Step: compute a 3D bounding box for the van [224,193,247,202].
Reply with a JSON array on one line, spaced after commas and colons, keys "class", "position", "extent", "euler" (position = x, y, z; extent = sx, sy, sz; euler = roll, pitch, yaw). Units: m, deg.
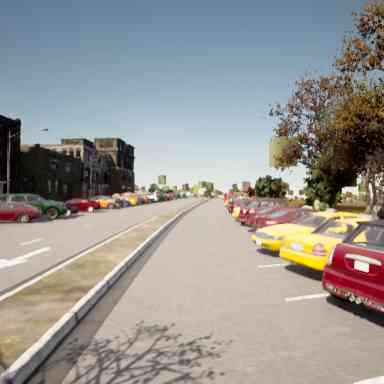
[{"class": "van", "position": [9.389, 1.183, 71.325], "extent": [4.442, 1.987, 1.878], "euler": [1, 0, -14]}]

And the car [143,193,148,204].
[{"class": "car", "position": [-10.354, 1.460, 56.152], "extent": [4.792, 1.488, 2.163], "euler": [-1, 0, -14]}]

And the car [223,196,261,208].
[{"class": "car", "position": [7.133, 1.417, 47.675], "extent": [4.892, 1.521, 2.231], "euler": [1, 0, -15]}]

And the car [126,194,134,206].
[{"class": "car", "position": [-11.209, 1.429, 47.166], "extent": [5.008, 1.535, 2.097], "euler": [-1, 0, -15]}]

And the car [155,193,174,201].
[{"class": "car", "position": [-7.239, 1.303, 86.075], "extent": [4.553, 1.767, 2.185], "euler": [-1, 0, -14]}]

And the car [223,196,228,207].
[{"class": "car", "position": [5.750, 1.421, 29.946], "extent": [5.008, 1.535, 2.097], "euler": [1, 0, -16]}]

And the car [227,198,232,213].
[{"class": "car", "position": [5.609, 1.422, 24.088], "extent": [5.366, 1.575, 1.946], "euler": [1, 0, -17]}]

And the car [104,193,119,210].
[{"class": "car", "position": [-11.704, 1.302, 41.147], "extent": [4.553, 1.767, 2.185], "euler": [-1, 0, -16]}]

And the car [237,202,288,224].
[{"class": "car", "position": [5.174, 1.465, 18.114], "extent": [4.674, 1.452, 2.002], "euler": [1, 0, -18]}]

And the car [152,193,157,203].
[{"class": "car", "position": [-9.722, 1.430, 62.152], "extent": [5.008, 1.535, 2.097], "euler": [-1, 0, -14]}]

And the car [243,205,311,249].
[{"class": "car", "position": [4.823, 1.421, 12.130], "extent": [5.366, 1.575, 1.946], "euler": [1, 0, -18]}]

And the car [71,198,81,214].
[{"class": "car", "position": [-12.595, 1.424, 29.095], "extent": [5.008, 1.535, 2.097], "euler": [-1, 0, -17]}]

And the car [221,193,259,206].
[{"class": "car", "position": [7.737, 1.163, 53.598], "extent": [5.566, 2.045, 2.435], "euler": [1, 0, -14]}]

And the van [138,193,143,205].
[{"class": "van", "position": [-10.516, 1.202, 53.197], "extent": [4.442, 1.987, 1.878], "euler": [-1, 0, -14]}]

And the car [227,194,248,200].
[{"class": "car", "position": [5.618, 1.297, 26.993], "extent": [4.553, 1.767, 2.185], "euler": [1, 0, -17]}]

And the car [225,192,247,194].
[{"class": "car", "position": [6.842, 1.291, 44.712], "extent": [4.553, 1.767, 2.185], "euler": [1, 0, -15]}]

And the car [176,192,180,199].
[{"class": "car", "position": [-6.642, 1.429, 92.063], "extent": [5.008, 1.535, 2.097], "euler": [-1, 0, -14]}]

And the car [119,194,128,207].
[{"class": "car", "position": [-11.458, 1.429, 44.157], "extent": [4.892, 1.521, 2.231], "euler": [-1, 0, -15]}]

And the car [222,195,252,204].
[{"class": "car", "position": [8.421, 1.407, 62.423], "extent": [5.366, 1.575, 1.946], "euler": [1, 0, -14]}]

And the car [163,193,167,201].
[{"class": "car", "position": [-8.834, 1.178, 71.107], "extent": [5.566, 2.045, 2.435], "euler": [-1, 0, -14]}]

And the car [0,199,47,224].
[{"class": "car", "position": [-12.907, 1.461, 23.055], "extent": [4.674, 1.452, 2.002], "euler": [-1, 0, -18]}]

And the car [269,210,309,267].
[{"class": "car", "position": [5.106, 1.427, 9.293], "extent": [5.366, 1.575, 1.946], "euler": [1, 0, -19]}]

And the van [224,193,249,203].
[{"class": "van", "position": [8.792, 1.184, 65.399], "extent": [4.442, 1.987, 1.878], "euler": [1, 0, -14]}]

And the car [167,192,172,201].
[{"class": "car", "position": [-8.173, 1.177, 77.112], "extent": [5.566, 2.045, 2.435], "euler": [-1, 0, -14]}]

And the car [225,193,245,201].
[{"class": "car", "position": [10.737, 1.282, 83.205], "extent": [4.553, 1.767, 2.185], "euler": [1, 0, -14]}]

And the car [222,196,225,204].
[{"class": "car", "position": [6.183, 1.449, 35.869], "extent": [4.792, 1.488, 2.163], "euler": [1, 0, -16]}]

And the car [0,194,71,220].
[{"class": "car", "position": [-12.737, 1.171, 26.090], "extent": [5.566, 2.045, 2.435], "euler": [-1, 0, -17]}]

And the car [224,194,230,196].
[{"class": "car", "position": [6.607, 1.417, 41.765], "extent": [5.008, 1.535, 2.097], "euler": [1, 0, -15]}]

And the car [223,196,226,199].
[{"class": "car", "position": [5.916, 1.449, 32.886], "extent": [4.792, 1.488, 2.163], "euler": [1, 0, -16]}]

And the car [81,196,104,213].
[{"class": "car", "position": [-12.189, 1.425, 35.119], "extent": [5.008, 1.535, 2.097], "euler": [-1, 0, -16]}]

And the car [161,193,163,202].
[{"class": "car", "position": [-9.113, 1.429, 68.131], "extent": [5.008, 1.535, 2.097], "euler": [-1, 0, -14]}]

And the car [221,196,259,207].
[{"class": "car", "position": [7.241, 1.410, 50.580], "extent": [5.366, 1.575, 1.946], "euler": [1, 0, -14]}]

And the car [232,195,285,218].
[{"class": "car", "position": [5.268, 1.298, 21.065], "extent": [4.553, 1.767, 2.185], "euler": [1, 0, -17]}]

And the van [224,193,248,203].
[{"class": "van", "position": [9.091, 1.184, 68.362], "extent": [4.442, 1.987, 1.878], "euler": [1, 0, -14]}]

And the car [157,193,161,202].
[{"class": "car", "position": [-9.444, 1.179, 65.130], "extent": [5.566, 2.045, 2.435], "euler": [-1, 0, -14]}]

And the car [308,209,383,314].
[{"class": "car", "position": [4.851, 1.303, 6.263], "extent": [4.553, 1.767, 2.185], "euler": [1, 0, -19]}]

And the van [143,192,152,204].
[{"class": "van", "position": [-9.916, 1.203, 59.192], "extent": [4.442, 1.987, 1.878], "euler": [-1, 0, -14]}]

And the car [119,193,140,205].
[{"class": "car", "position": [-11.095, 1.429, 50.112], "extent": [5.366, 1.575, 1.946], "euler": [-1, 0, -15]}]

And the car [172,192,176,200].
[{"class": "car", "position": [-7.559, 1.177, 83.095], "extent": [5.566, 2.045, 2.435], "euler": [-1, 0, -14]}]

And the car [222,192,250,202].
[{"class": "car", "position": [9.830, 1.159, 74.326], "extent": [5.566, 2.045, 2.435], "euler": [1, 0, -14]}]
